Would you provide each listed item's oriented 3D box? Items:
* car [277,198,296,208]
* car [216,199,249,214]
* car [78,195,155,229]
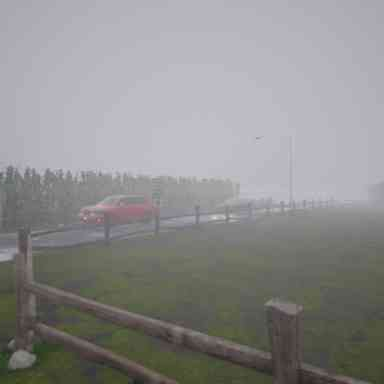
[{"bbox_3d":[14.207,1.572,49.790,1.812,1.442,4.674,0,0,34],"label":"car"},{"bbox_3d":[4.349,1.515,35.614,1.882,1.535,5.008,0,0,35],"label":"car"},{"bbox_3d":[-4.844,1.239,22.246,2.150,2.045,5.566,0,0,34],"label":"car"}]
